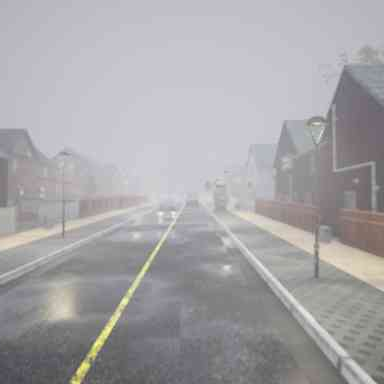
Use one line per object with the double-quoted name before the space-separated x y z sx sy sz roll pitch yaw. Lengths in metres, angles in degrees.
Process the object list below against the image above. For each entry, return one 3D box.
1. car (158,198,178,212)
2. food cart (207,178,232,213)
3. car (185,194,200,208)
"car" -2.818 1.494 39.012 1.812 1.442 4.674 0 0 0
"food cart" 2.975 0.436 36.705 2.280 3.560 4.660 -2 -2 0
"car" 0.060 1.446 47.950 1.882 1.535 5.008 0 0 1
